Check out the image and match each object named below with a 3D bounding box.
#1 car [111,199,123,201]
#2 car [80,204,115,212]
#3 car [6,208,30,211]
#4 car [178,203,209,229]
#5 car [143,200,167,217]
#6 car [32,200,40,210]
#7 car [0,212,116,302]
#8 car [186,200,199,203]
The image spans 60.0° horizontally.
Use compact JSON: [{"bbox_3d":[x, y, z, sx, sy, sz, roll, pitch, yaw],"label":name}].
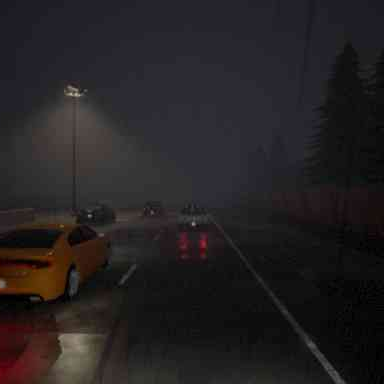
[{"bbox_3d":[-13.573,1.580,61.194,1.812,1.442,4.674,0,0,-1],"label":"car"},{"bbox_3d":[-6.934,1.586,24.489,1.994,1.385,4.181,0,0,0],"label":"car"},{"bbox_3d":[-17.655,1.577,31.312,2.033,1.411,5.357,0,0,0],"label":"car"},{"bbox_3d":[0.084,1.620,21.942,1.895,1.301,4.718,0,0,0],"label":"car"},{"bbox_3d":[-3.475,1.533,31.292,1.837,1.490,4.892,0,0,0],"label":"car"},{"bbox_3d":[-21.077,1.603,42.074,1.994,1.385,4.181,0,0,1],"label":"car"},{"bbox_3d":[-3.400,1.485,8.361,1.882,1.535,5.008,0,0,0],"label":"car"},{"bbox_3d":[0.055,1.635,38.978,1.895,1.301,4.718,0,0,1],"label":"car"}]
